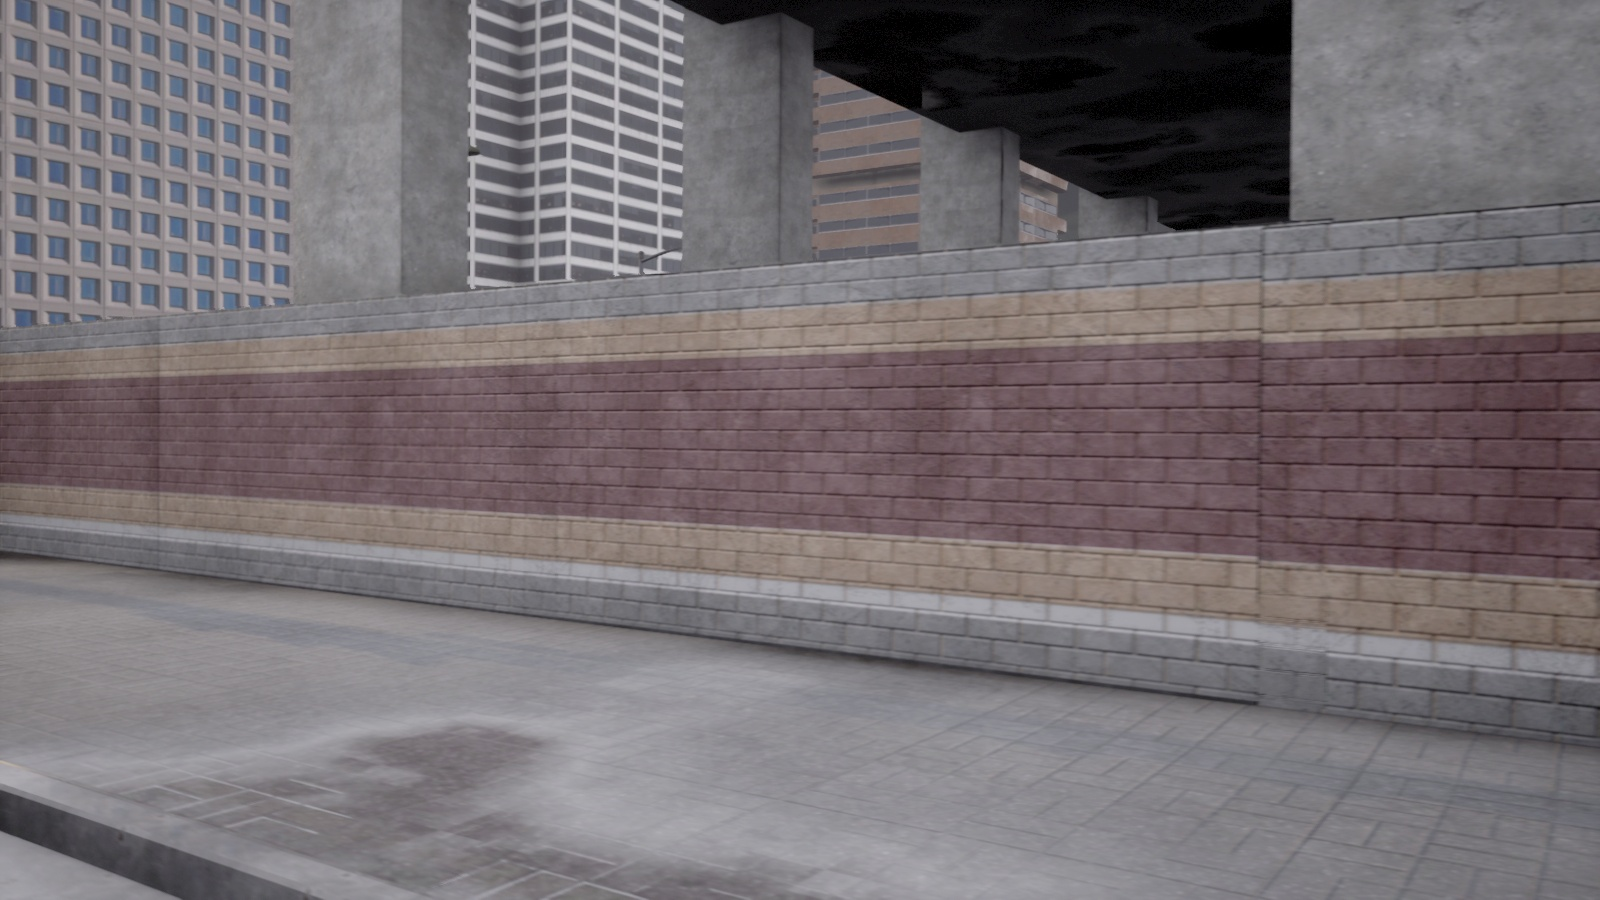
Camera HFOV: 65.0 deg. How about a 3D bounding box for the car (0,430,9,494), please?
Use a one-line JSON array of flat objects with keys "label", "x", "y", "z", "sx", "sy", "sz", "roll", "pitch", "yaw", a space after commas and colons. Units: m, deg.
[{"label": "car", "x": -22.763, "y": 0.340, "z": 30.981, "sx": 2.152, "sy": 1.651, "sz": 5.027, "roll": 0, "pitch": 1, "yaw": 34}]
